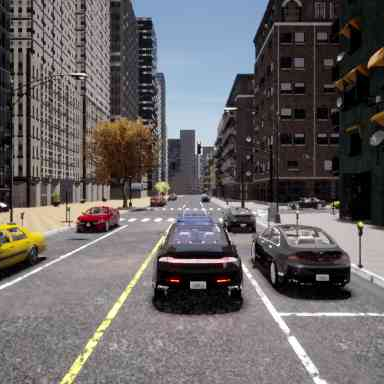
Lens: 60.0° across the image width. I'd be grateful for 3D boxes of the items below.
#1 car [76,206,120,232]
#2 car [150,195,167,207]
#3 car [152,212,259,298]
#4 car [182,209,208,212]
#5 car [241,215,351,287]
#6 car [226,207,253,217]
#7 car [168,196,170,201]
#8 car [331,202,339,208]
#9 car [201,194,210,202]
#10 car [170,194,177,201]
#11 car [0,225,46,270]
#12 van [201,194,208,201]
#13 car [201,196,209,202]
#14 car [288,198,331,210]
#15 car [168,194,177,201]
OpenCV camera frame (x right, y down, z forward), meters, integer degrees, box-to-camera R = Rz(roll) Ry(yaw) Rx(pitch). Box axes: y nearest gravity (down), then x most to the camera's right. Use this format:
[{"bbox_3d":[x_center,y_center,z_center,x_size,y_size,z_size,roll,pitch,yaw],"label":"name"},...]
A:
[{"bbox_3d":[-5.594,1.549,20.224,1.887,1.381,4.507,0,0,0],"label":"car"},{"bbox_3d":[-5.433,1.349,52.611,2.192,1.841,5.009,0,0,0],"label":"car"},{"bbox_3d":[0.130,1.492,8.518,2.128,1.511,4.902,0,0,0],"label":"car"},{"bbox_3d":[0.167,1.605,18.636,1.895,1.301,4.718,0,0,1],"label":"car"},{"bbox_3d":[2.732,1.552,9.116,2.008,1.369,4.403,0,0,0],"label":"car"},{"bbox_3d":[2.786,1.555,20.182,2.008,1.369,4.403,0,0,0],"label":"car"},{"bbox_3d":[-5.405,1.607,58.134,1.947,1.339,4.313,0,0,0],"label":"car"},{"bbox_3d":[19.017,1.259,39.562,4.829,1.417,1.752,-1,1,0],"label":"car"},{"bbox_3d":[3.058,1.630,74.660,1.947,1.339,4.313,0,0,0],"label":"car"},{"bbox_3d":[-5.268,1.650,85.749,1.947,1.339,4.313,0,0,0],"label":"car"},{"bbox_3d":[-5.649,1.526,8.988,1.752,1.417,4.829,0,0,0],"label":"car"},{"bbox_3d":[3.113,1.425,85.707,1.690,1.788,3.998,0,0,0],"label":"van"},{"bbox_3d":[3.086,1.599,80.353,1.752,1.417,4.829,0,0,0],"label":"car"},{"bbox_3d":[13.620,1.359,39.534,4.403,1.369,2.008,-1,1,0],"label":"car"},{"bbox_3d":[-5.241,1.410,91.271,2.192,1.841,5.009,0,0,0],"label":"car"}]
